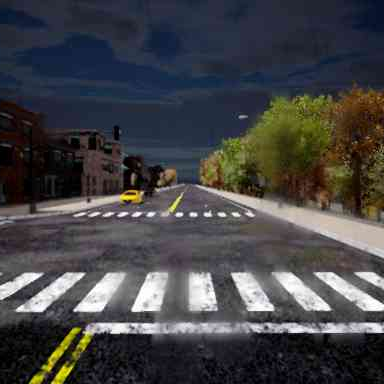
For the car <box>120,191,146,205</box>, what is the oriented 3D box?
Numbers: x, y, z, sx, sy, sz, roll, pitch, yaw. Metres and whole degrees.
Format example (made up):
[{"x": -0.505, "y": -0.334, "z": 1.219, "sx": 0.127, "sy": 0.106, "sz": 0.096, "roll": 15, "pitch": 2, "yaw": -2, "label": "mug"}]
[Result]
[{"x": -6.713, "y": 0.593, "z": 36.952, "sx": 1.882, "sy": 1.535, "sz": 5.008, "roll": 0, "pitch": 3, "yaw": 0, "label": "car"}]

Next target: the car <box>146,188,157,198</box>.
[{"x": -6.856, "y": 0.180, "z": 55.250, "sx": 1.837, "sy": 1.490, "sz": 4.892, "roll": 0, "pitch": 3, "yaw": 0, "label": "car"}]
